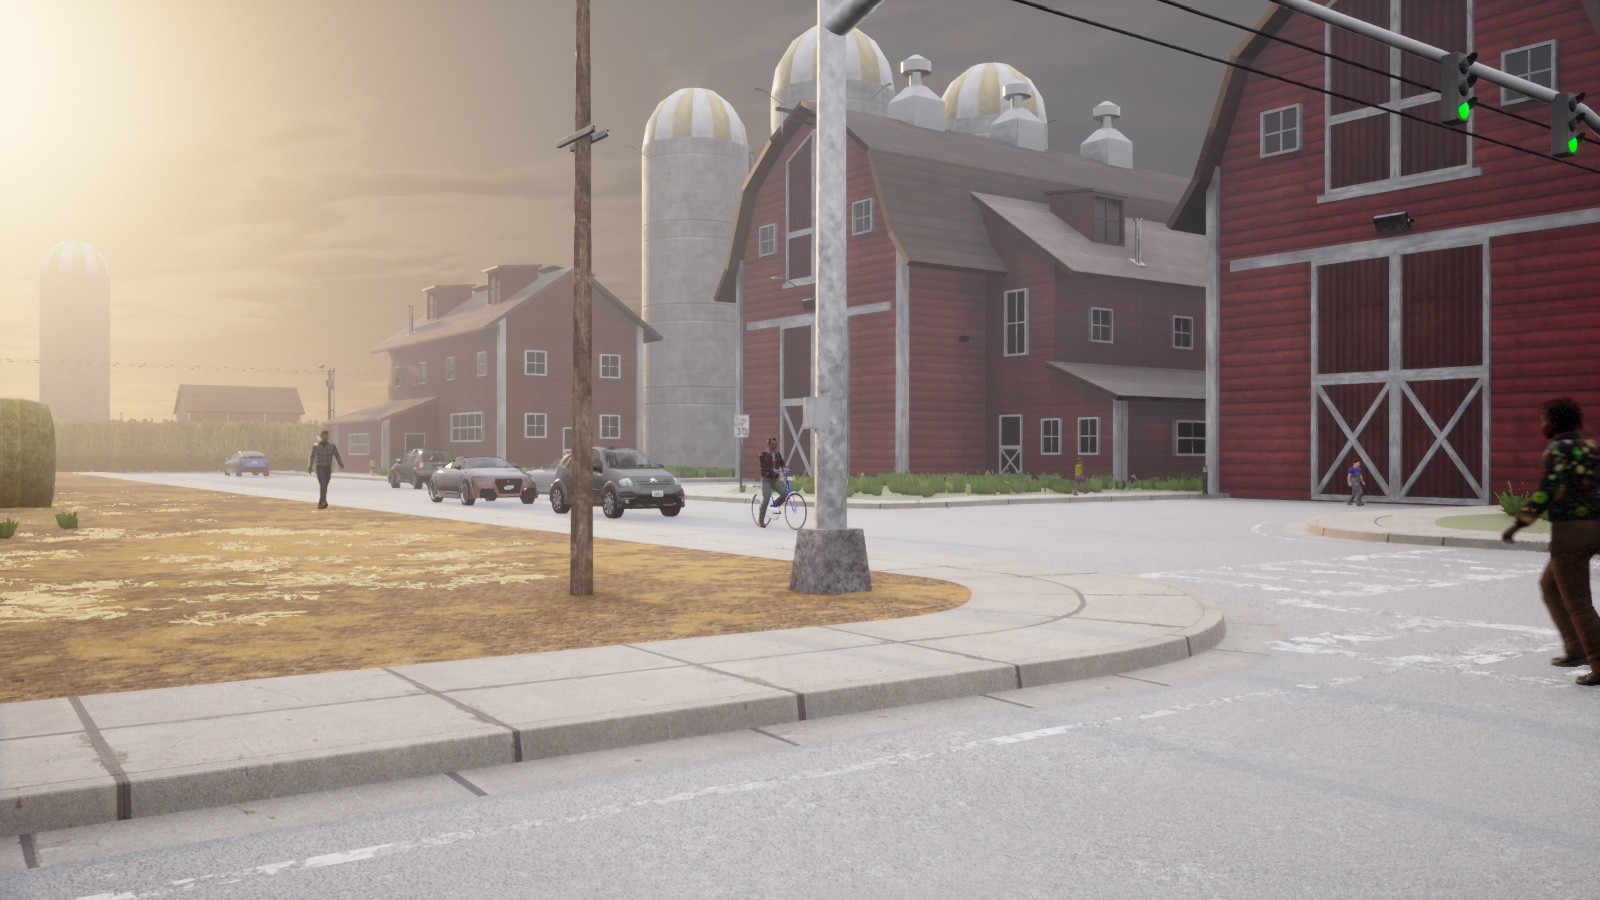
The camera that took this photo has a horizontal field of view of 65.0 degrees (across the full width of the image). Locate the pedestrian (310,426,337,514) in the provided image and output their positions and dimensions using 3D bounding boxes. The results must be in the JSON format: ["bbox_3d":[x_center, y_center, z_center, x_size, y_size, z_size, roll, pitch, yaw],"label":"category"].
[{"bbox_3d":[-10.734,0.453,28.311,0.423,1.949,0.788,0,0,-32],"label":"pedestrian"}]

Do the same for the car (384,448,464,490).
[{"bbox_3d":[-15.101,0.759,50.312,1.851,1.617,3.988,0,-1,-36],"label":"car"}]

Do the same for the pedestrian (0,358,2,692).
[{"bbox_3d":[-4.779,0.411,6.863,0.706,1.836,0.354,0,0,-32],"label":"pedestrian"}]

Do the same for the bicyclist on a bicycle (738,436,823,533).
[{"bbox_3d":[-0.399,0.641,24.027,0.659,1.776,1.843,-1,0,-36],"label":"bicyclist on a bicycle"}]

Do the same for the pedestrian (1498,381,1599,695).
[{"bbox_3d":[4.973,0.541,8.127,0.395,1.930,0.692,0,0,-23],"label":"pedestrian"}]

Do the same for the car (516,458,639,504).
[{"bbox_3d":[-6.996,0.927,39.119,1.895,1.301,4.718,0,0,-36],"label":"car"}]

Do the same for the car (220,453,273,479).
[{"bbox_3d":[-33.217,0.920,75.359,2.007,1.525,4.514,0,0,-36],"label":"car"}]

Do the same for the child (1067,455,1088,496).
[{"bbox_3d":[7.891,0.710,35.712,0.473,1.160,0.299,0,0,-20],"label":"child"}]

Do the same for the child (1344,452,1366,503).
[{"bbox_3d":[14.074,0.692,31.875,0.270,1.263,0.437,0,0,-25],"label":"child"}]

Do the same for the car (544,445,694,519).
[{"bbox_3d":[-4.310,0.697,29.434,1.851,1.617,3.988,0,0,-36],"label":"car"}]

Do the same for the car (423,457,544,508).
[{"bbox_3d":[-9.154,0.890,36.138,1.994,1.385,4.181,0,0,-36],"label":"car"}]
